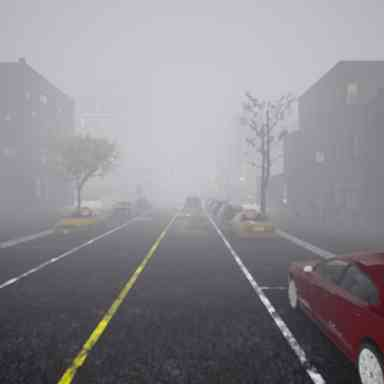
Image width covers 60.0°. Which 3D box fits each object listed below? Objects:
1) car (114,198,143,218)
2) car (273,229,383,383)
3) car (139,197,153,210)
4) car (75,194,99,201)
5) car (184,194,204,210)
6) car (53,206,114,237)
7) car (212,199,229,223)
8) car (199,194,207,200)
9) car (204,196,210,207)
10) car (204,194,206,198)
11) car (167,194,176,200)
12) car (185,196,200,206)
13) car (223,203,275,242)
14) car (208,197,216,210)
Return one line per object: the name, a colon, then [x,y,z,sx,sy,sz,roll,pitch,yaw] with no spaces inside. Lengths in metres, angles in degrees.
car: [-5.802,1.473,28.842,2.008,1.369,4.403,0,0,0]
car: [2.705,1.531,4.756,1.887,1.381,4.507,0,0,0]
car: [-5.806,1.336,39.661,1.967,1.590,4.097,0,0,0]
car: [-19.988,1.005,63.100,4.507,1.381,1.887,1,-1,-1]
car: [0.106,1.245,40.930,2.097,1.767,4.553,0,0,0]
car: [-5.750,1.477,17.606,1.752,1.417,4.829,1,0,0]
car: [2.802,1.485,24.214,2.008,1.369,4.403,0,0,0]
car: [2.821,1.236,87.233,1.967,1.590,4.097,0,0,0]
car: [2.833,1.475,40.760,1.802,1.307,4.206,0,0,0]
car: [2.833,1.417,49.762,1.887,1.381,4.507,0,0,0]
car: [-5.762,1.339,88.456,1.887,1.381,4.507,0,0,0]
car: [0.108,1.361,51.255,2.128,1.511,4.902,0,0,0]
car: [2.760,1.481,15.993,1.752,1.417,4.829,0,0,0]
car: [2.831,1.481,31.759,1.947,1.339,4.313,0,0,0]
